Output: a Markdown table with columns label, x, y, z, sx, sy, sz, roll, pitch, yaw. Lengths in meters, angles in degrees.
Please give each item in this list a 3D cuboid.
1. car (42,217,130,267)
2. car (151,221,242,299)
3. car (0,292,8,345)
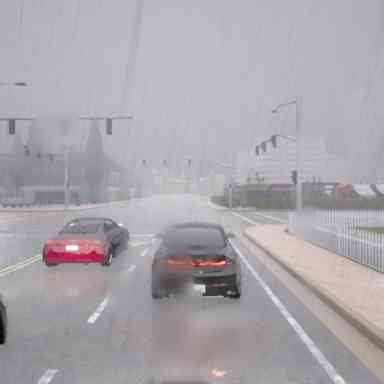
| label | x | y | z | sx | sy | sz | roll | pitch | yaw |
| --- | --- | --- | --- | --- | --- | --- | --- | --- | --- |
| car | -3.418 | 1.563 | 11.479 | 1.994 | 1.385 | 4.181 | 0 | 0 | 0 |
| car | 0.087 | 1.504 | 8.440 | 1.837 | 1.490 | 4.892 | 0 | 0 | 0 |
| car | -3.408 | 1.491 | 2.570 | 2.128 | 1.511 | 4.902 | 0 | 0 | 0 |
